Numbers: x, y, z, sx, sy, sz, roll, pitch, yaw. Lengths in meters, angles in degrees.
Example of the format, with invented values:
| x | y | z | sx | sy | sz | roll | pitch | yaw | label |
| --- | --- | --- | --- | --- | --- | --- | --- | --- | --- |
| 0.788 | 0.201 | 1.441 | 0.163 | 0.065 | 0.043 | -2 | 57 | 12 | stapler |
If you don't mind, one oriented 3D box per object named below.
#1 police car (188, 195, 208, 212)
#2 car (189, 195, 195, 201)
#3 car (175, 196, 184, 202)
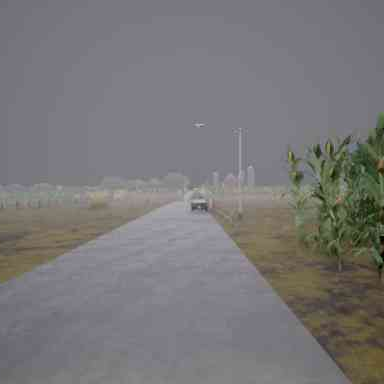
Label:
| x | y | z | sx | sy | sz | roll | pitch | yaw | label |
| --- | --- | --- | --- | --- | --- | --- | --- | --- | --- |
| 0.825 | 1.463 | 39.098 | 1.930 | 1.638 | 5.238 | 0 | 0 | 0 | police car |
| 0.000 | 1.538 | 89.236 | 1.812 | 1.442 | 4.674 | 0 | 0 | 0 | car |
| -2.750 | 1.622 | 75.931 | 1.994 | 1.385 | 4.181 | 0 | 0 | 0 | car |
